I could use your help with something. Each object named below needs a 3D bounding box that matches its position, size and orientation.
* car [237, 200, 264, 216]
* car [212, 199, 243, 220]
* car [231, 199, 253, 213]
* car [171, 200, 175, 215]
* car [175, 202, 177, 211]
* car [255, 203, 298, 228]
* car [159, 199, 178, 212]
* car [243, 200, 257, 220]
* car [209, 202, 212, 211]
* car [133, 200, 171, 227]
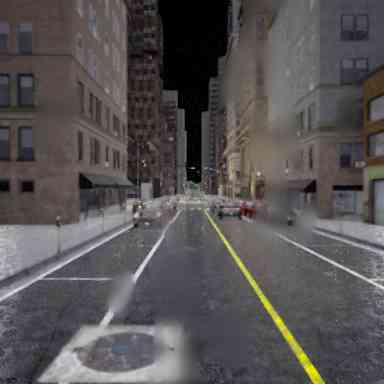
[{"bbox_3d":[5.802,1.575,33.399,1.887,1.381,4.507,-1,0,0],"label":"car"},{"bbox_3d":[3.094,1.512,28.427,2.128,1.511,4.902,0,0,1],"label":"car"},{"bbox_3d":[5.811,1.579,38.904,1.887,1.381,4.507,-1,0,0],"label":"car"},{"bbox_3d":[-2.732,1.574,27.908,1.947,1.339,4.313,-1,0,0],"label":"car"},{"bbox_3d":[-2.723,1.562,33.413,2.008,1.369,4.403,-1,0,0],"label":"car"},{"bbox_3d":[5.784,1.589,22.389,1.947,1.339,4.313,-1,0,0],"label":"car"},{"bbox_3d":[-2.714,1.560,38.918,1.887,1.381,4.507,-1,0,0],"label":"car"},{"bbox_3d":[5.793,1.571,27.893,1.887,1.381,4.507,-1,0,0],"label":"car"},{"bbox_3d":[3.057,1.532,37.532,1.837,1.490,4.892,0,0,0],"label":"car"},{"bbox_3d":[-2.742,1.444,22.402,1.967,1.590,4.097,-1,0,0],"label":"car"}]
